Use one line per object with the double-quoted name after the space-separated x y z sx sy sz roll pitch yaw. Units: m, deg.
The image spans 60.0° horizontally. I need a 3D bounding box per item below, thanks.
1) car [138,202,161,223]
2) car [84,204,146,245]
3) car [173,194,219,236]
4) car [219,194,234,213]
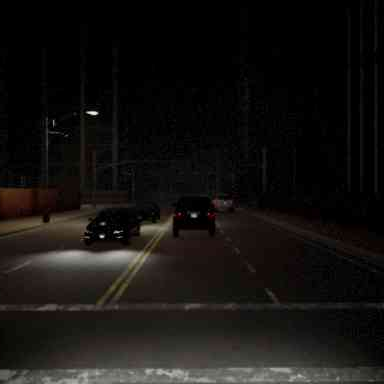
-3.549 1.494 26.036 1.882 1.535 5.008 0 0 1 "car"
-3.588 1.525 15.697 1.837 1.490 4.892 0 0 0 "car"
0.103 1.238 18.669 2.150 2.045 5.566 0 0 0 "car"
3.517 1.229 38.002 2.150 2.045 5.566 0 0 0 "car"
